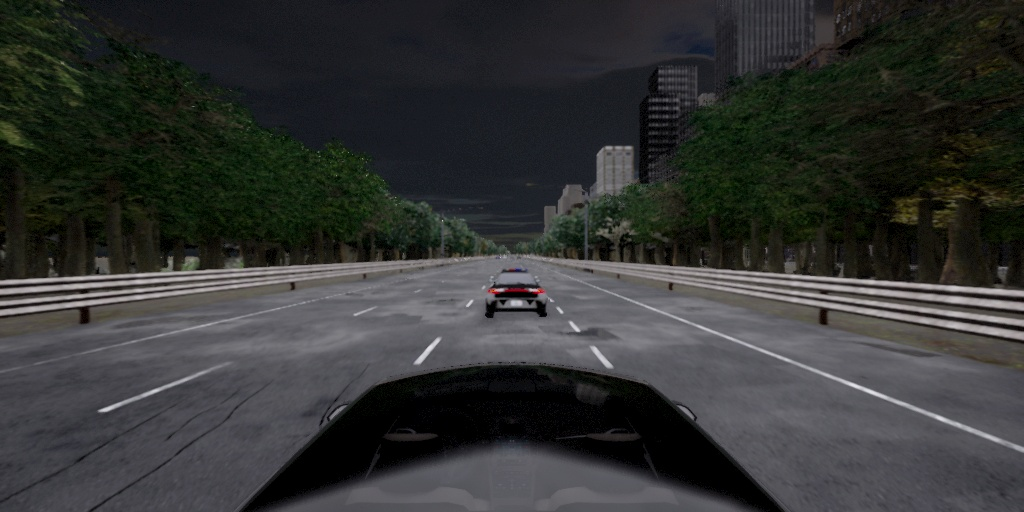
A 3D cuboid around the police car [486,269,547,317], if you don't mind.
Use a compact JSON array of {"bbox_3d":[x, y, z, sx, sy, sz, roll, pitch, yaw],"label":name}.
[{"bbox_3d":[0.104,1.247,13.207,2.038,1.542,4.974,0,0,-1],"label":"police car"}]
